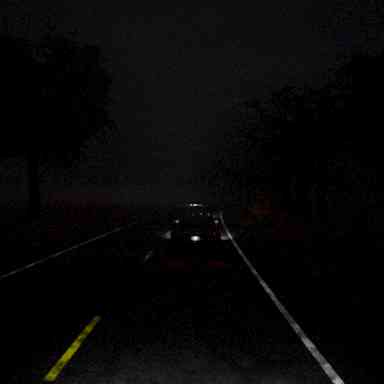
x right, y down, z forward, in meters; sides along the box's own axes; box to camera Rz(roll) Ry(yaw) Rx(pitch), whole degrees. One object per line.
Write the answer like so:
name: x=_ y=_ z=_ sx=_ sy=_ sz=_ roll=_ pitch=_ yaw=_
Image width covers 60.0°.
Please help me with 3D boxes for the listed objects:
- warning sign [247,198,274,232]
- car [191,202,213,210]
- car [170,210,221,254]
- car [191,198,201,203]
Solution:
warning sign: x=3.939 y=1.286 z=19.170 sx=1.300 sy=1.860 sz=1.060 roll=2 pitch=1 yaw=2
car: x=0.869 y=1.843 z=28.930 sx=1.895 sy=1.301 sz=4.718 roll=0 pitch=0 yaw=4
car: x=0.195 y=1.690 z=14.222 sx=1.994 sy=1.385 sz=4.181 roll=0 pitch=0 yaw=2
car: x=0.943 y=2.075 z=72.726 sx=1.994 sy=1.385 sz=4.181 roll=0 pitch=0 yaw=5
